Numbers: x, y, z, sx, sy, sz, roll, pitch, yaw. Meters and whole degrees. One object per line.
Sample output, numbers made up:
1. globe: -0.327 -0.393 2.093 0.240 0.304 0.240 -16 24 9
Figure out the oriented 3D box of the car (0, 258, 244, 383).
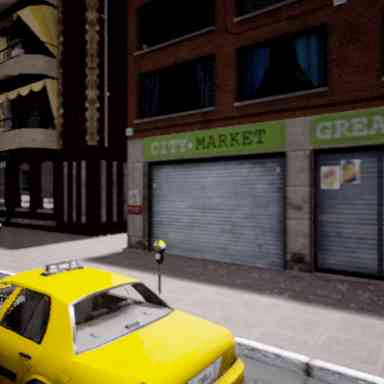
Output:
1. car: -1.772 1.517 4.139 4.829 1.417 1.752 0 0 35
